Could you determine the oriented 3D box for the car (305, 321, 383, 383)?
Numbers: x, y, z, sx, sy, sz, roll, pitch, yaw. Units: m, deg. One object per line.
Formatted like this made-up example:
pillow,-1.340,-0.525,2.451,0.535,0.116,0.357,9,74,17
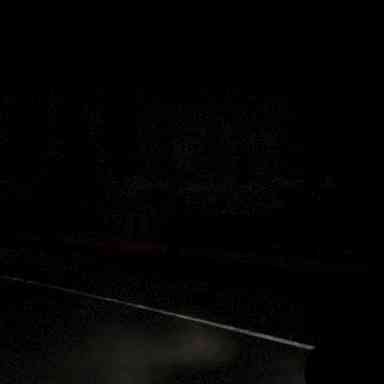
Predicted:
car,3.111,1.460,1.601,5.008,1.535,1.882,-1,0,36
